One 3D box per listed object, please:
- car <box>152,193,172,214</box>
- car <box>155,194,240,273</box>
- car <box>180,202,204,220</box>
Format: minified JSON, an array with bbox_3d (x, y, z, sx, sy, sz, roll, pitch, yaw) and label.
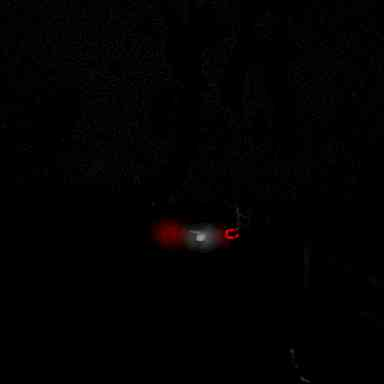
[{"bbox_3d":[-2.923,1.159,35.402,2.150,2.045,5.566,0,0,0],"label":"car"},{"bbox_3d":[0.088,1.203,10.829,2.150,2.045,5.566,0,0,-3],"label":"car"},{"bbox_3d":[0.010,1.551,28.924,1.895,1.301,4.718,0,0,0],"label":"car"}]
